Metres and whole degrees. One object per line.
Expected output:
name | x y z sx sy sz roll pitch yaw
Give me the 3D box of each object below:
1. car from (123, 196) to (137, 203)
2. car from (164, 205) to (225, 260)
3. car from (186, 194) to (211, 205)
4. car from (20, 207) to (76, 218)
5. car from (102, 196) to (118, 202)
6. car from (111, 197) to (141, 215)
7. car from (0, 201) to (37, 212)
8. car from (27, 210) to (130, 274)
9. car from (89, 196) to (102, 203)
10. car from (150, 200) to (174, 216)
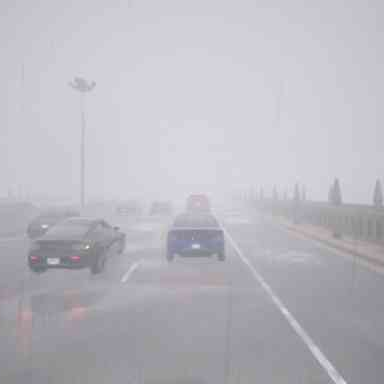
car | -12.486 1.566 67.615 1.895 1.301 4.718 0 0 2
car | 0.141 1.472 12.431 1.882 1.535 5.008 0 0 1
car | 0.578 1.208 31.496 2.150 2.045 5.566 0 0 2
car | -6.778 1.557 17.400 1.994 1.385 4.181 0 0 1
car | -15.985 1.495 67.706 2.128 1.511 4.902 0 0 2
car | -6.366 1.511 33.491 1.812 1.442 4.674 0 0 2
car | -13.787 1.494 25.854 1.837 1.490 4.892 0 0 2
car | -3.381 1.521 10.443 1.812 1.442 4.674 0 0 0
car | -19.484 1.565 67.777 1.895 1.301 4.718 0 0 2
car | -2.895 1.478 32.446 2.128 1.511 4.902 0 0 2
